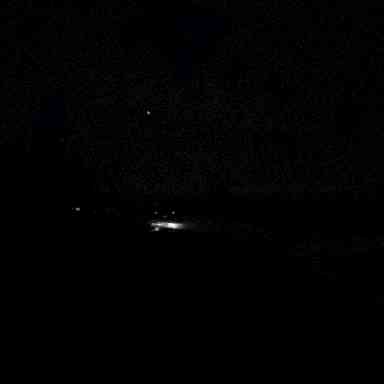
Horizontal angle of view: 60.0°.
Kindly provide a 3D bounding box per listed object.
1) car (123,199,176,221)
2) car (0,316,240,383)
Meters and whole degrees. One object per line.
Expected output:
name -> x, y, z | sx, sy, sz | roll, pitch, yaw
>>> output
car -> -3.227, 1.242, 24.138 | 2.033, 1.411, 5.357 | 2, 0, -35
car -> -2.097, 1.555, 1.467 | 5.357, 1.411, 2.033 | 0, 0, -35
